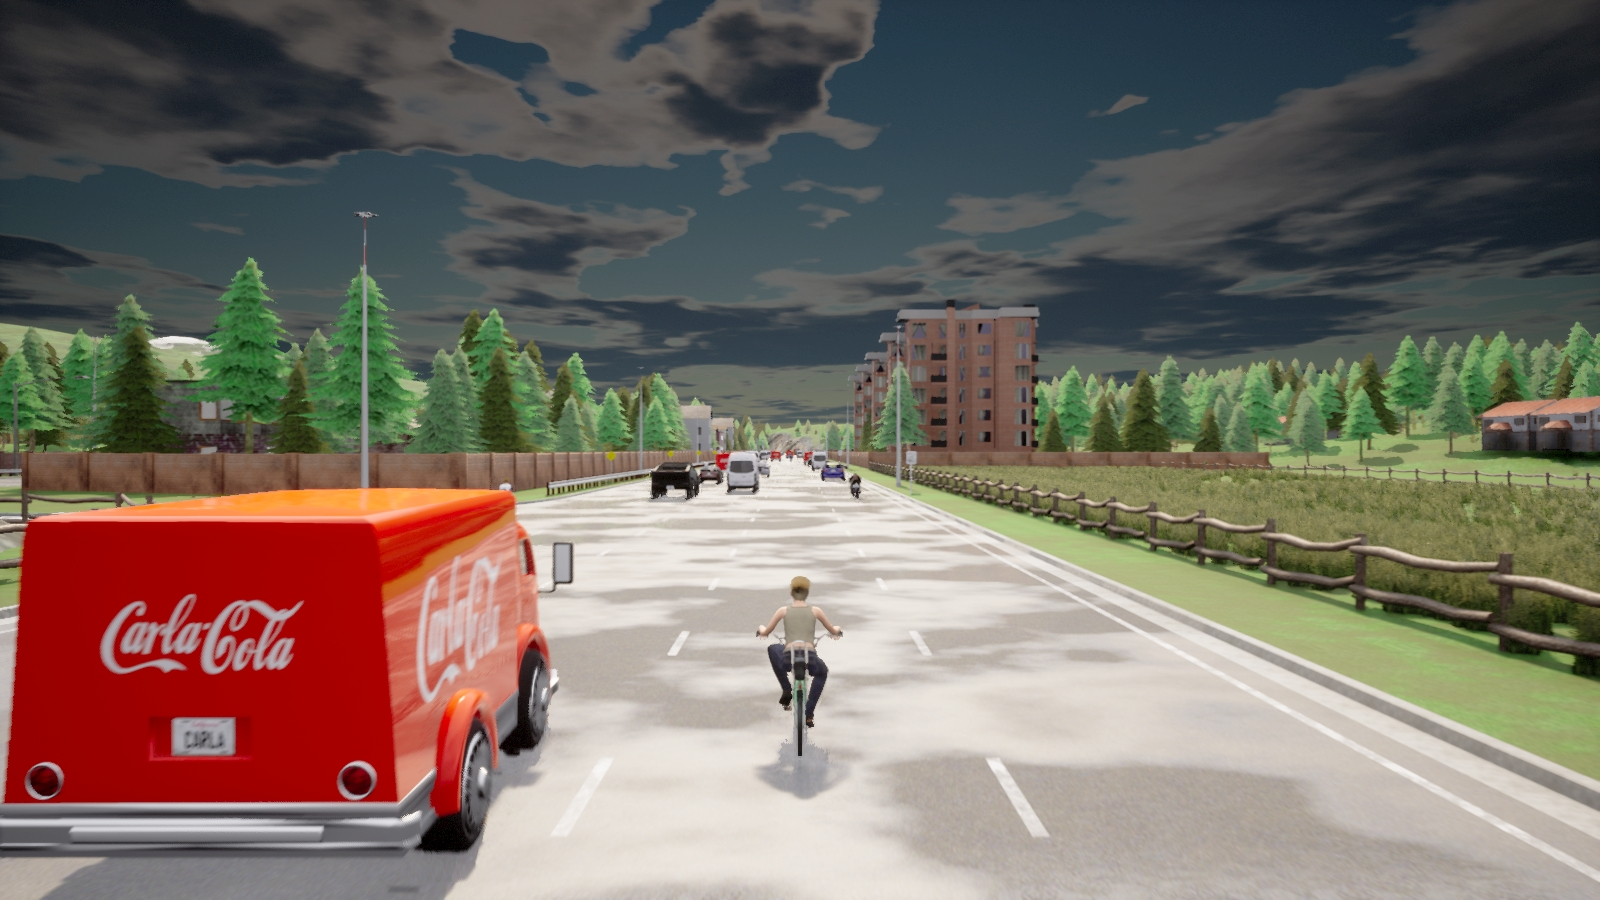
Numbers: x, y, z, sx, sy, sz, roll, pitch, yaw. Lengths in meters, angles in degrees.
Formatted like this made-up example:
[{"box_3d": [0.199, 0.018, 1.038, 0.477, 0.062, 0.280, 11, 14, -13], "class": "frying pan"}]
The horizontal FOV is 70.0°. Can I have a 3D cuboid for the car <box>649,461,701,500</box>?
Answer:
[{"box_3d": [-7.266, 1.748, 66.945, 2.390, 2.098, 6.274, 0, 0, 0], "class": "car"}]

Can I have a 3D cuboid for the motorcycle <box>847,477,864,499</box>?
[{"box_3d": [3.233, 2.200, 66.646, 0.867, 1.251, 2.209, 0, 0, 0], "class": "motorcycle"}]

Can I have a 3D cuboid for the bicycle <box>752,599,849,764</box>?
[{"box_3d": [-0.002, 2.157, 10.913, 0.859, 1.276, 1.487, 0, 0, 0], "class": "bicycle"}]

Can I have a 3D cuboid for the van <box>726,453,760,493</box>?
[{"box_3d": [-3.795, 1.528, 77.401, 1.988, 2.561, 5.915, 0, 0, 0], "class": "van"}]

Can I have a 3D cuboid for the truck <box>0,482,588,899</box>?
[{"box_3d": [-3.505, 1.569, 9.229, 2.627, 2.467, 5.204, 0, 0, 0], "class": "truck"}]
